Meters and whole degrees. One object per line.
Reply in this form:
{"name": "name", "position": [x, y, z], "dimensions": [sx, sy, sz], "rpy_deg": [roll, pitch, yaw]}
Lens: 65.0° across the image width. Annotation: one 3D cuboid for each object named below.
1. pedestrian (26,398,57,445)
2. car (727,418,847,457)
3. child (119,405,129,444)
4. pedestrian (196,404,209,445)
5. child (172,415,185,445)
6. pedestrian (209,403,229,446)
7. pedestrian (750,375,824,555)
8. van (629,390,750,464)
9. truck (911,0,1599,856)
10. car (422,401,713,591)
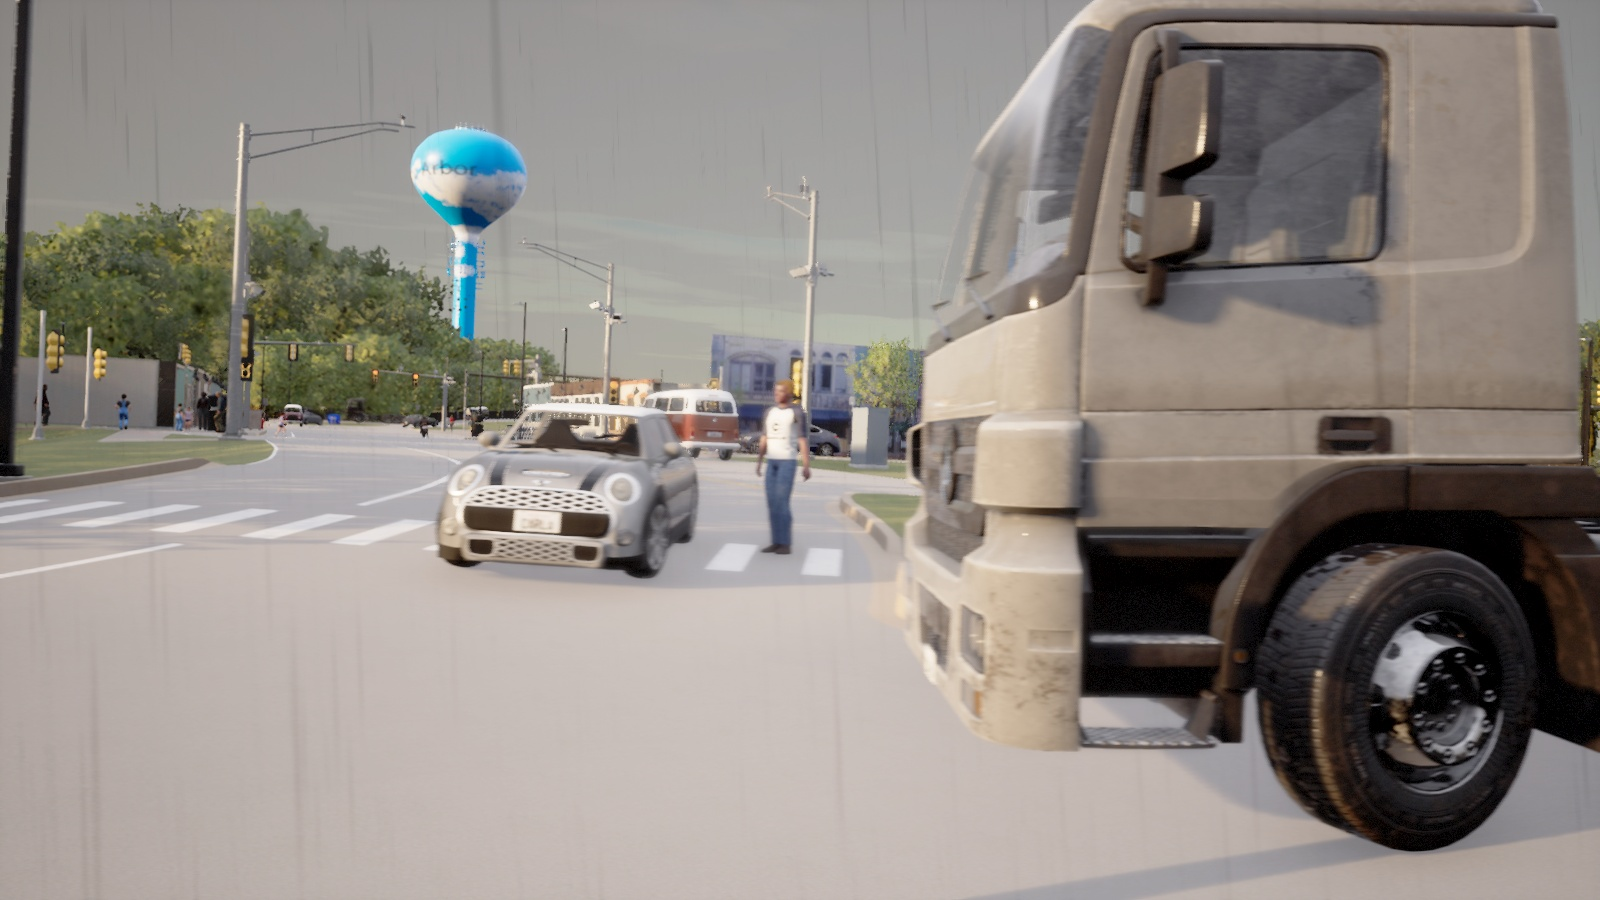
{"name": "pedestrian", "position": [-30.663, -1.138, 50.776], "dimensions": [0.899, 1.844, 0.634], "rpy_deg": [1, 0, -19]}
{"name": "car", "position": [-0.586, -0.547, 57.363], "dimensions": [5.027, 1.651, 2.152], "rpy_deg": [1, 0, -22]}
{"name": "child", "position": [-21.974, -0.815, 40.806], "dimensions": [0.270, 1.263, 0.437], "rpy_deg": [1, 0, -28]}
{"name": "pedestrian", "position": [-28.391, -1.206, 59.686], "dimensions": [0.402, 1.930, 0.666], "rpy_deg": [1, 0, -13]}
{"name": "child", "position": [-27.020, -0.870, 54.607], "dimensions": [0.270, 1.263, 0.437], "rpy_deg": [1, 0, 21]}
{"name": "pedestrian", "position": [-24.948, -1.081, 53.936], "dimensions": [0.726, 1.842, 0.402], "rpy_deg": [1, 0, -19]}
{"name": "pedestrian", "position": [-0.135, 0.158, 13.183], "dimensions": [0.354, 1.836, 0.706], "rpy_deg": [1, 0, 44]}
{"name": "van", "position": [-3.379, -0.678, 37.576], "dimensions": [2.069, 2.038, 4.480], "rpy_deg": [1, 1, -27]}
{"name": "truck", "position": [4.688, -0.301, 6.133], "dimensions": [7.936, 3.462, 2.891], "rpy_deg": [-1, 0, -2]}
{"name": "car", "position": [-2.082, 0.307, 12.385], "dimensions": [1.970, 1.475, 3.806], "rpy_deg": [2, 3, 3]}
